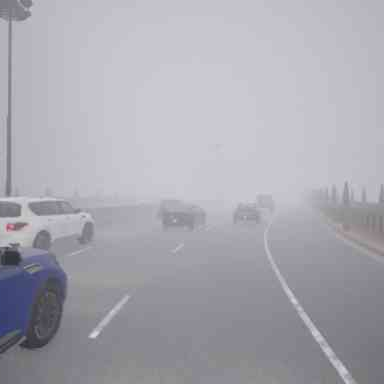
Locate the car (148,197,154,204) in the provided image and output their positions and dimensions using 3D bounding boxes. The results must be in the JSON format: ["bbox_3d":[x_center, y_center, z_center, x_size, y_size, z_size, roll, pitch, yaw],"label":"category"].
[{"bbox_3d":[-3.935,1.589,47.018,2.128,1.511,4.902,0,0,17],"label":"car"}]

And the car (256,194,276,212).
[{"bbox_3d":[9.126,1.330,41.373,2.150,2.045,5.566,0,0,17],"label":"car"}]

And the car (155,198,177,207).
[{"bbox_3d":[-4.406,1.691,57.451,2.033,1.411,5.357,0,0,17],"label":"car"}]

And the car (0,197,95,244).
[{"bbox_3d":[-5.766,1.210,12.707,2.150,2.045,5.566,0,0,8],"label":"car"}]

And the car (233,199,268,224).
[{"bbox_3d":[4.267,1.531,24.964,2.128,1.511,4.902,0,0,16],"label":"car"}]

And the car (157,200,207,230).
[{"bbox_3d":[-0.370,1.495,21.366,1.882,1.535,5.008,0,0,14],"label":"car"}]

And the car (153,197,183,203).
[{"bbox_3d":[-1.467,1.393,30.327,2.097,1.767,4.553,0,0,16],"label":"car"}]

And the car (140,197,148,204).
[{"bbox_3d":[-7.496,1.626,59.329,1.882,1.535,5.008,0,-1,17],"label":"car"}]

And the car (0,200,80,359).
[{"bbox_3d":[-3.227,1.211,3.142,2.150,2.045,5.566,0,0,3],"label":"car"}]
